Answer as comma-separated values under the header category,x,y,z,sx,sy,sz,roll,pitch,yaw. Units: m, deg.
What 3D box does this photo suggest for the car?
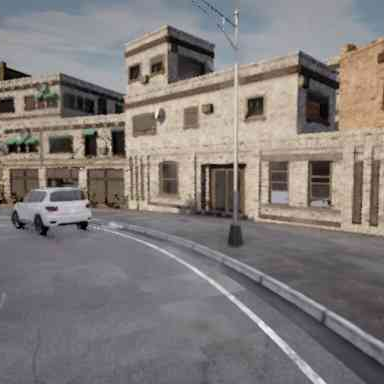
category,x,y,z,sx,sy,sz,roll,pitch,yaw
car,-7.009,0.815,16.345,2.150,2.045,5.566,-4,3,-43
